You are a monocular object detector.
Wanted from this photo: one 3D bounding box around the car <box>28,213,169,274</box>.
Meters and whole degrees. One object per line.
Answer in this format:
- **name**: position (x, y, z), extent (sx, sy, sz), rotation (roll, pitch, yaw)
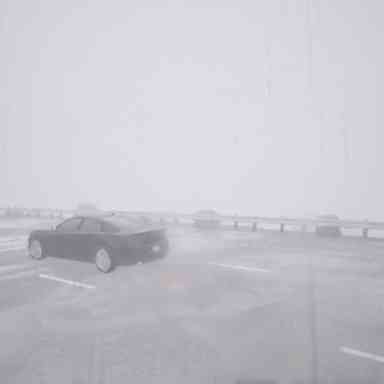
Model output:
- **car**: position (-3.039, 1.384, 10.325), extent (5.008, 1.535, 1.882), rotation (0, 0, 33)
